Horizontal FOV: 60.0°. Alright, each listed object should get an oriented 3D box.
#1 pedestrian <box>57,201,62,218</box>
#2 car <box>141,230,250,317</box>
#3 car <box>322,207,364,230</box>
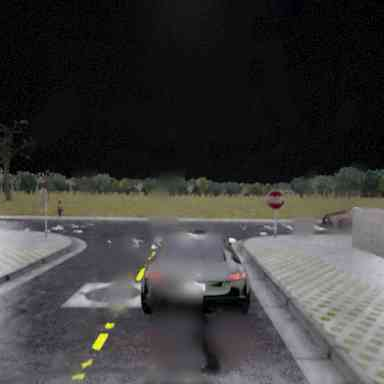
[{"bbox_3d":[-9.719,0.949,24.447,0.375,1.860,0.375,0,0,0],"label":"pedestrian"},{"bbox_3d":[0.087,1.547,7.537,1.994,1.385,4.181,0,0,1],"label":"car"},{"bbox_3d":[10.762,1.681,21.711,4.181,1.385,1.994,1,0,-1],"label":"car"}]
